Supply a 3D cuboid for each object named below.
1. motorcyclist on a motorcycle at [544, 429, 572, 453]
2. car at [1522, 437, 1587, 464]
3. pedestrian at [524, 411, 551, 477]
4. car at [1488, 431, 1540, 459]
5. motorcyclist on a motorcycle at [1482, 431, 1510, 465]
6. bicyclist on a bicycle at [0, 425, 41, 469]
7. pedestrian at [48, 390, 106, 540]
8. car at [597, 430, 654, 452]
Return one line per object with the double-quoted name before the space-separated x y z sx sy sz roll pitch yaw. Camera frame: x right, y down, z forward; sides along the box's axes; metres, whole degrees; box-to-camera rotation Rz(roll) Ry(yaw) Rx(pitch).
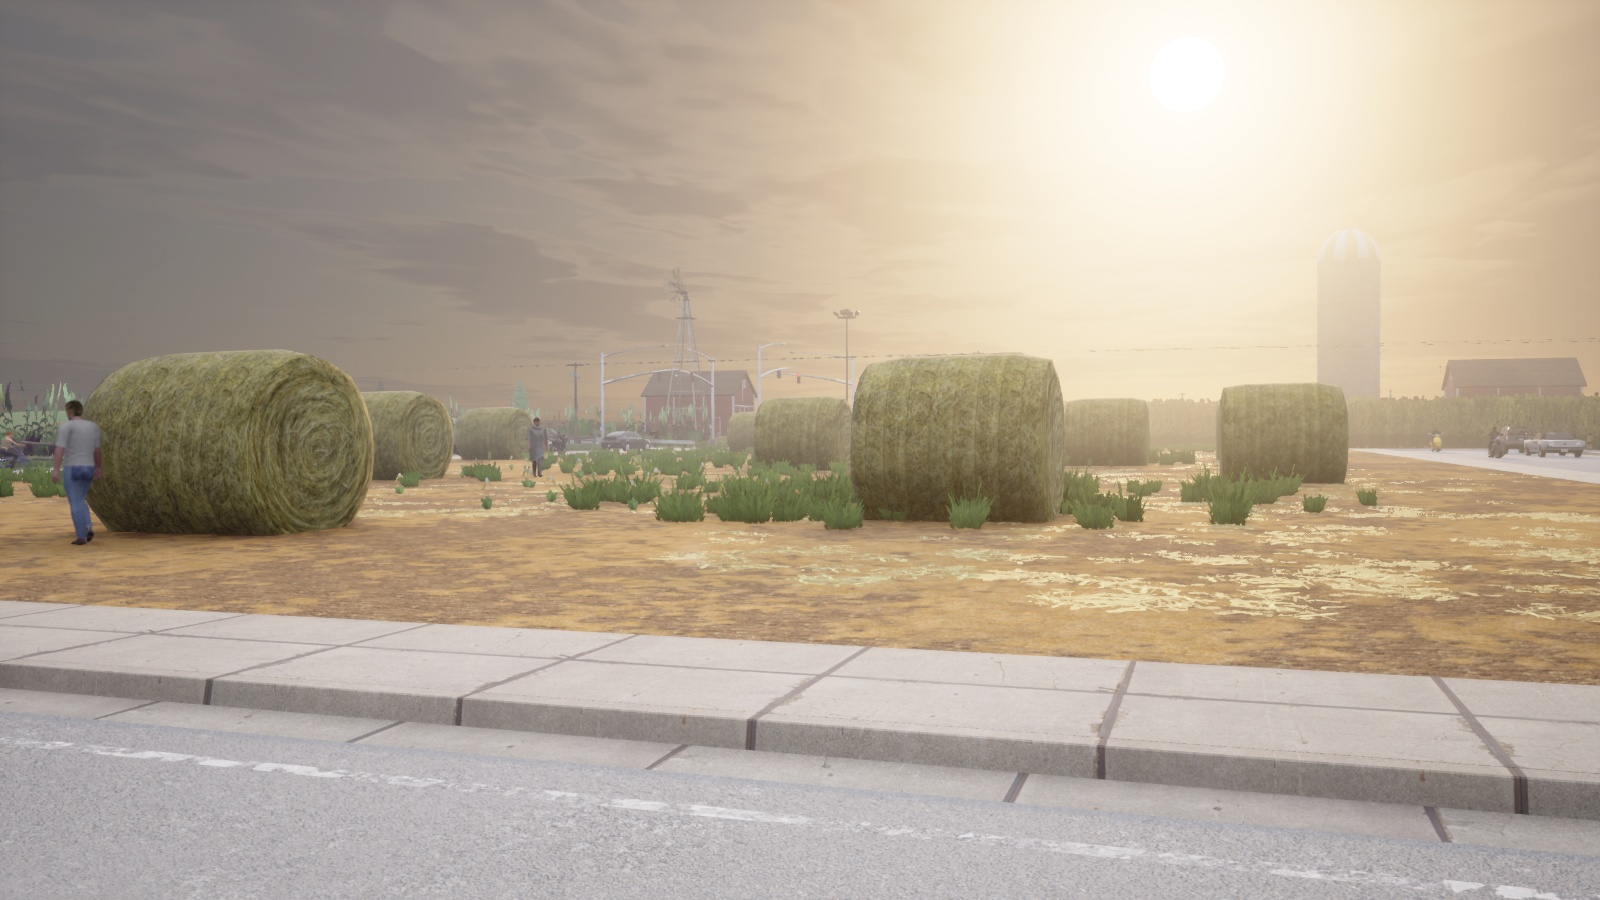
"motorcyclist on a motorcycle" -15.617 -0.582 81.036 0.797 1.523 2.044 1 1 21
"car" 39.381 -0.003 65.668 1.895 1.301 4.718 1 1 18
"pedestrian" -7.834 -0.178 37.498 0.659 1.952 0.873 0 1 -22
"car" 42.001 -0.328 73.940 1.851 1.617 3.988 1 1 18
"motorcyclist on a motorcycle" 34.826 -0.126 62.864 0.766 1.649 2.350 1 1 18
"bicyclist on a bicycle" -29.132 -0.126 46.525 0.866 1.612 1.509 1 1 22
"pedestrian" -9.045 0.176 15.706 0.706 1.836 0.354 1 1 36
"car" -12.362 -0.680 89.347 1.837 1.490 4.892 1 1 21
